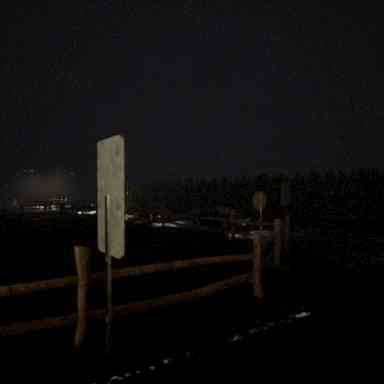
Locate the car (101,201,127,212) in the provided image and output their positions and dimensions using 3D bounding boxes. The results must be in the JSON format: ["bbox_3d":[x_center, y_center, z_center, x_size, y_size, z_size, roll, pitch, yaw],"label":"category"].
[{"bbox_3d":[-10.398,1.876,44.147,1.994,1.385,4.181,0,0,-35],"label":"car"}]

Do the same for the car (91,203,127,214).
[{"bbox_3d":[-9.179,1.827,37.359,2.033,1.411,5.357,0,0,-35],"label":"car"}]

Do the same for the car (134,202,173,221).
[{"bbox_3d":[-3.494,1.703,29.364,1.837,1.490,4.892,0,0,-35],"label":"car"}]

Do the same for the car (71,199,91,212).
[{"bbox_3d":[-15.121,1.721,45.777,2.097,1.767,4.553,-1,0,-34],"label":"car"}]

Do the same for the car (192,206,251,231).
[{"bbox_3d":[1.820,1.649,21.883,1.812,1.442,4.674,0,0,-35],"label":"car"}]
